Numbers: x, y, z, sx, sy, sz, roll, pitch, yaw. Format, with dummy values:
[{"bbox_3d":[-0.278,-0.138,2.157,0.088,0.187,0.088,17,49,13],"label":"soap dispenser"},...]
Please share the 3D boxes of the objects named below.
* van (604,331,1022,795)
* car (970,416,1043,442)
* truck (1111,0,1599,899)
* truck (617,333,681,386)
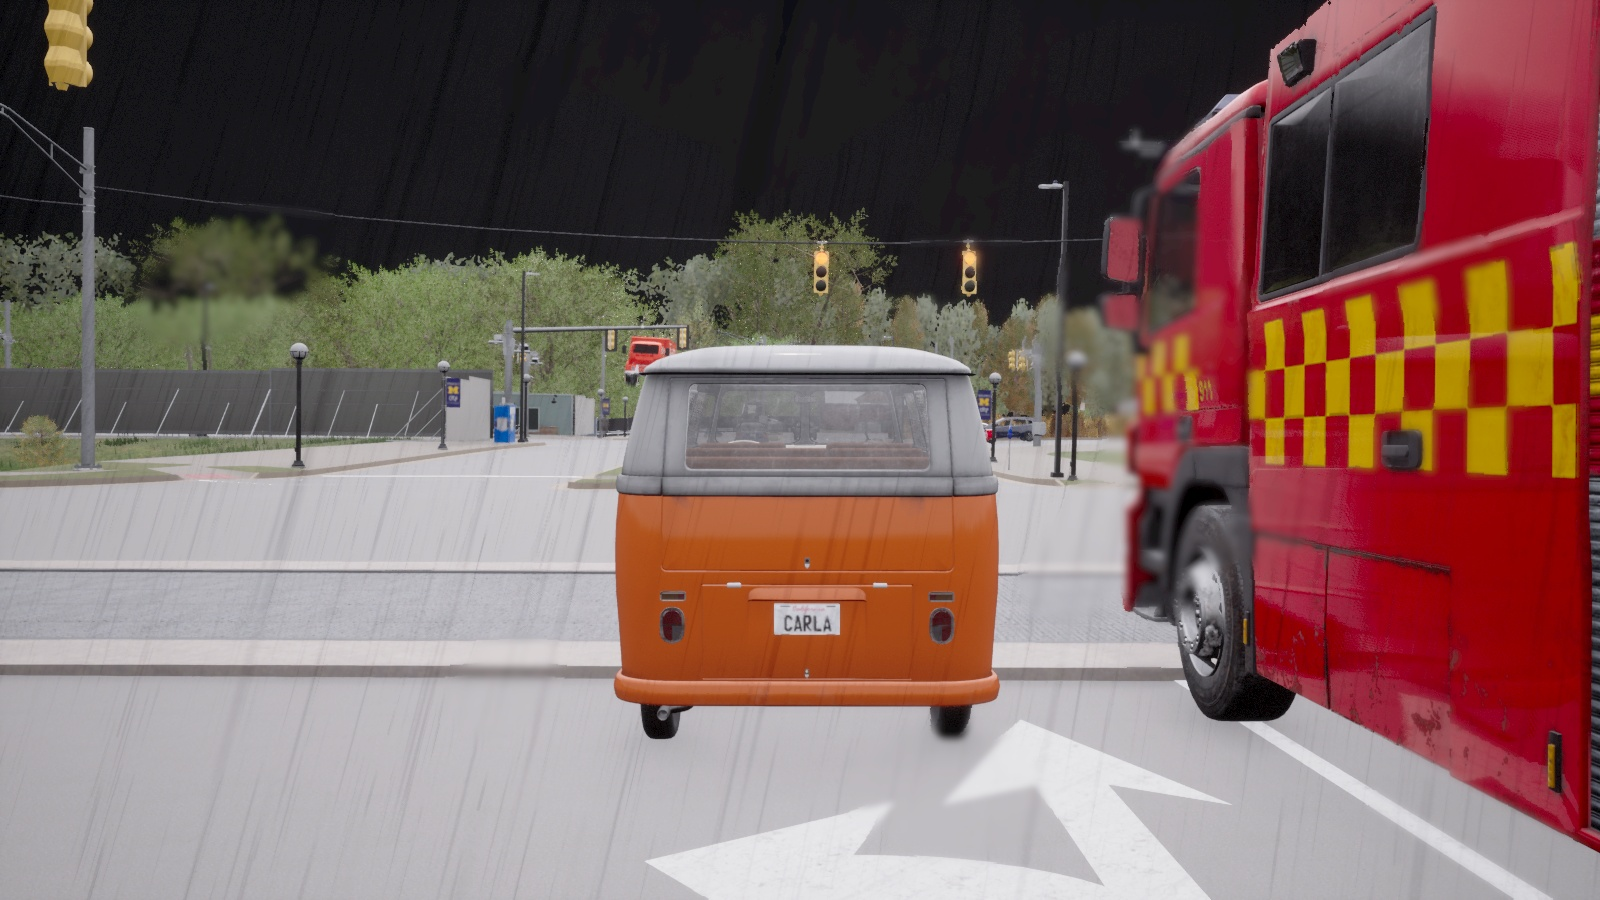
[{"bbox_3d":[0.055,0.406,7.595,1.775,1.987,4.442,0,2,0],"label":"van"},{"bbox_3d":[14.024,-1.456,85.496,4.611,1.667,2.242,-1,2,0],"label":"car"},{"bbox_3d":[3.567,-0.440,4.371,2.891,3.827,8.468,0,0,0],"label":"truck"},{"bbox_3d":[-8.158,-4.874,68.419,2.627,2.467,5.204,3,1,1],"label":"truck"}]
